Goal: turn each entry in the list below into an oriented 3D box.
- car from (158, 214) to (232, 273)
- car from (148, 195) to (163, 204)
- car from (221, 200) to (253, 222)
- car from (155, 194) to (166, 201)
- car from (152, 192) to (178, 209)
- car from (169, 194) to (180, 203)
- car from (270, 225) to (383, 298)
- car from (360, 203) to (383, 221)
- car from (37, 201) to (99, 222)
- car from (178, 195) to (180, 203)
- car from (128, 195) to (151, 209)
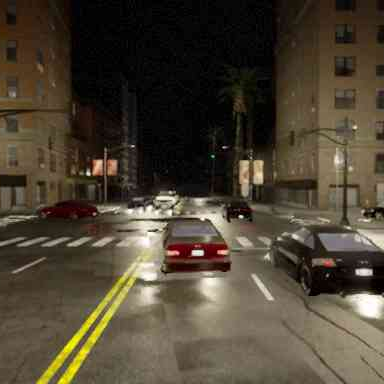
[{"bbox_3d":[-0.067,1.495,10.469,2.033,1.411,5.357,0,0,-5],"label":"car"},{"bbox_3d":[-6.489,1.248,59.396,2.033,1.411,5.357,0,0,0],"label":"car"},{"bbox_3d":[3.353,1.385,25.095,1.837,1.490,4.892,0,1,0],"label":"car"},{"bbox_3d":[-6.487,1.154,69.465,1.812,1.442,4.674,0,0,0],"label":"car"},{"bbox_3d":[-3.332,1.015,41.857,2.150,2.045,5.566,0,0,0],"label":"car"},{"bbox_3d":[-3.239,1.160,62.417,1.882,1.535,5.008,0,0,0],"label":"car"},{"bbox_3d":[3.346,1.521,8.472,1.994,1.385,4.181,0,0,0],"label":"car"},{"bbox_3d":[16.027,1.476,26.493,4.902,1.511,2.128,0,1,2],"label":"car"},{"bbox_3d":[-9.041,1.346,24.235,4.674,1.442,1.812,1,0,20],"label":"car"},{"bbox_3d":[-3.299,0.962,52.219,2.150,2.045,5.566,0,0,1],"label":"car"},{"bbox_3d":[-6.591,1.362,40.994,1.994,1.385,4.181,0,0,0],"label":"car"}]
